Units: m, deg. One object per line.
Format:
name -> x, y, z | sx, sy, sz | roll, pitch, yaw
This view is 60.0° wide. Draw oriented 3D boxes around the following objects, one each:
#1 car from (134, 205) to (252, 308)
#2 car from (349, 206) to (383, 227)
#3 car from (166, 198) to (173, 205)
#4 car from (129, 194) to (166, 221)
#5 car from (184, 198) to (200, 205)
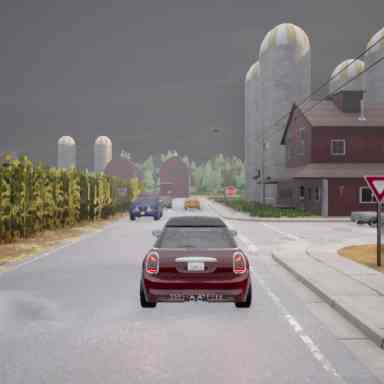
car -> 0.075, 1.352, 8.082 | 2.097, 1.767, 4.553 | 0, 0, 0
car -> 12.935, 1.574, 21.717 | 4.718, 1.301, 1.895 | 0, 0, -1
car -> -3.553, 1.561, 43.954 | 1.837, 1.490, 4.892 | 0, 0, 0
car -> -3.628, 1.221, 27.171 | 2.150, 2.045, 5.566 | 0, 0, 0
car -> -0.058, 1.478, 44.133 | 1.882, 1.535, 5.008 | 0, 0, -4
